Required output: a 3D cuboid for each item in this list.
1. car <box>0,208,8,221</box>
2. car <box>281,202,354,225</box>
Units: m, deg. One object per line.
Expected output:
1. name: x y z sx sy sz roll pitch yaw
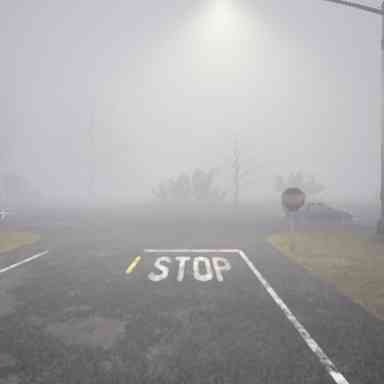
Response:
1. car: -14.786 1.290 21.835 4.902 1.511 2.128 0 1 -2
2. car: 8.401 1.409 22.433 4.674 1.442 1.812 0 0 -2
